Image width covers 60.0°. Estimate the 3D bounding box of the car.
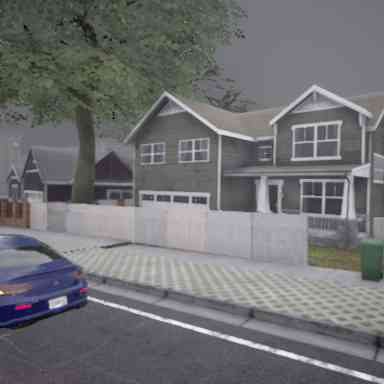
[{"bbox_3d":[-3.952,1.565,6.503,4.674,1.442,1.812,0,0,35],"label":"car"}]
